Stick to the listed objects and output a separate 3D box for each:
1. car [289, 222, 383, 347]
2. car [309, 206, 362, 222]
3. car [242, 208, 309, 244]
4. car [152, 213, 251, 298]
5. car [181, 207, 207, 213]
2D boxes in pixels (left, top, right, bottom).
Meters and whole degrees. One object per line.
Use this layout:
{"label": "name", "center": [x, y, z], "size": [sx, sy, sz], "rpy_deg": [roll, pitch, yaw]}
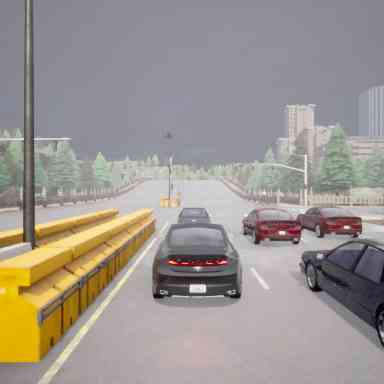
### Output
{"label": "car", "center": [3.594, 1.547, 5.904], "size": [2.033, 1.411, 5.357], "rpy_deg": [0, 0, 0]}
{"label": "car", "center": [7.097, 1.478, 17.716], "size": [1.882, 1.535, 5.008], "rpy_deg": [0, 0, 0]}
{"label": "car", "center": [3.598, 1.478, 15.729], "size": [1.882, 1.535, 5.008], "rpy_deg": [0, 0, 0]}
{"label": "car", "center": [0.101, 1.505, 8.461], "size": [1.837, 1.490, 4.892], "rpy_deg": [0, 0, 0]}
{"label": "car", "center": [0.097, 1.547, 18.192], "size": [2.033, 1.411, 5.357], "rpy_deg": [0, 0, 0]}
